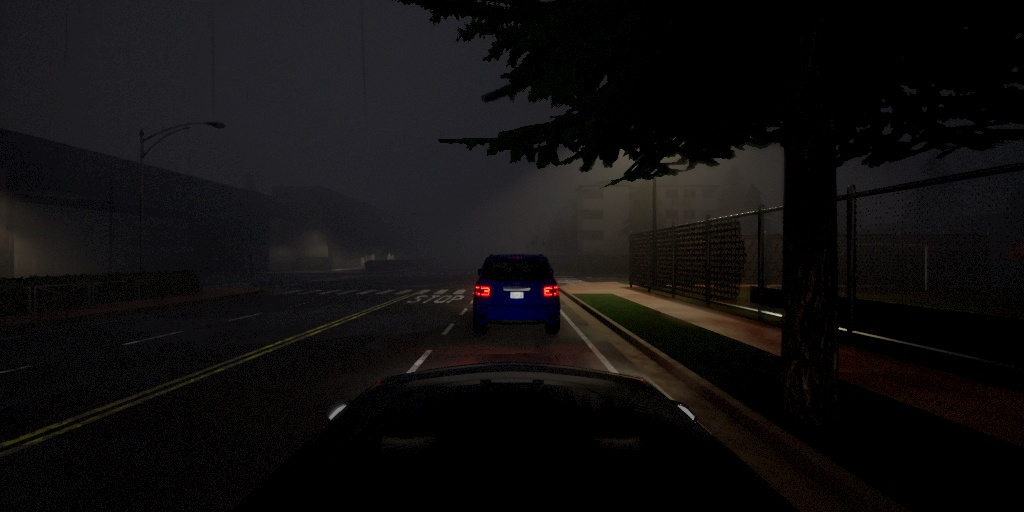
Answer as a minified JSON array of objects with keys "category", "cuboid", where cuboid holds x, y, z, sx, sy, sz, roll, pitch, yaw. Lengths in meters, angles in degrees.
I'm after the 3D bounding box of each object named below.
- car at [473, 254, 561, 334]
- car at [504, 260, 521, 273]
[{"category":"car","cuboid":[0.115,0.972,10.727,2.150,2.045,5.566,0,0,0]},{"category":"car","cuboid":[0.025,1.242,45.602,2.128,1.511,4.902,0,0,0]}]
